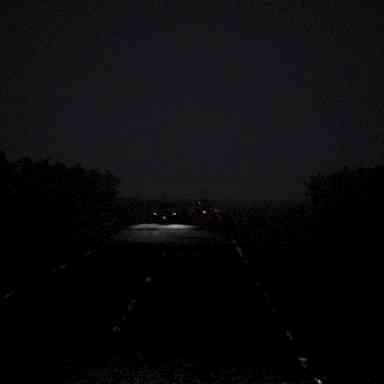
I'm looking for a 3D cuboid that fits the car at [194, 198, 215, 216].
[{"bbox_3d":[1.229,1.542,32.382,1.895,1.301,4.718,0,0,3],"label":"car"}]

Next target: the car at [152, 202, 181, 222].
[{"bbox_3d":[-1.837,1.506,25.467,1.812,1.442,4.674,0,0,2],"label":"car"}]
